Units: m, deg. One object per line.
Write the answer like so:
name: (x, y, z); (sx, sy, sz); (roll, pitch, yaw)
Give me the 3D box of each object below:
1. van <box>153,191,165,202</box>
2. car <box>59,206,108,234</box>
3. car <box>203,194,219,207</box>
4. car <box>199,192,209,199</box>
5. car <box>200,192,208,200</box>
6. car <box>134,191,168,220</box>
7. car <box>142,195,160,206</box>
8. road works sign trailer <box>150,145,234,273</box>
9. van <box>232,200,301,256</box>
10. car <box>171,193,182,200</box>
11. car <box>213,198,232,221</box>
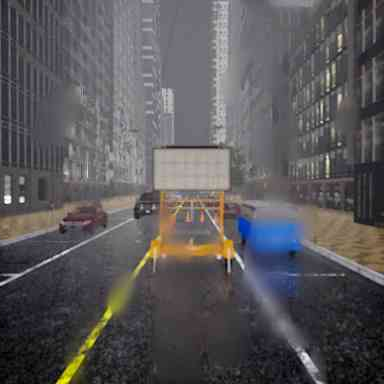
van: (-5.696, 0.811, 57.829); (1.690, 1.788, 3.998); (0, 1, 0)
car: (-5.693, 1.420, 17.985); (1.802, 1.307, 4.206); (0, 1, 0)
car: (2.686, 1.216, 40.752); (1.802, 1.307, 4.206); (0, 1, 0)
car: (2.683, 0.732, 74.903); (1.967, 1.590, 4.097); (0, 1, 0)
car: (2.685, 1.078, 52.136); (2.008, 1.369, 4.403); (0, 1, 0)
car: (-3.104, 0.986, 26.068); (2.150, 2.045, 5.566); (0, 1, 0)
car: (-5.695, 1.132, 46.446); (2.008, 1.369, 4.403); (0, 1, 0)
road works sign trailer: (-0.001, 0.371, 10.300); (2.380, 3.560, 2.880); (0, 1, 0)
van: (2.689, 1.230, 12.289); (1.690, 1.788, 3.998); (0, 1, 0)
car: (-3.017, 0.898, 67.087); (1.812, 1.442, 4.674); (0, 1, 0)
car: (2.688, 1.369, 23.675); (1.802, 1.307, 4.206); (0, 1, 0)
